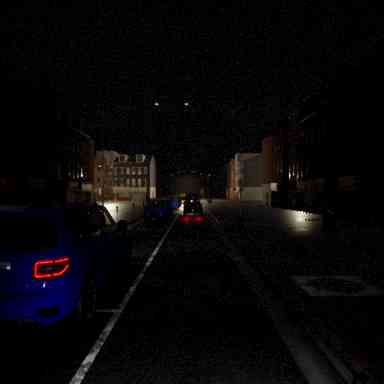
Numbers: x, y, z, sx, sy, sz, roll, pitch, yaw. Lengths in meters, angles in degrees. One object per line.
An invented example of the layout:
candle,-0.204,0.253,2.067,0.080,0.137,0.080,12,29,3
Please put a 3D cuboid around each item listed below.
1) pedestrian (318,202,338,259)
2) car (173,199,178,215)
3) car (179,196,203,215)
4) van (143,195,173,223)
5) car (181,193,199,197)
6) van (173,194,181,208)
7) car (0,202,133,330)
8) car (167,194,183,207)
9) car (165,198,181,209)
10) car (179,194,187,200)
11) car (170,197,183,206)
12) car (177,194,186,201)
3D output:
pedestrian,4.262,1.143,10.358,0.375,1.860,0.375,0,0,0
car,-2.645,1.570,30.659,1.947,1.339,4.313,0,0,0
car,0.082,1.497,33.221,2.128,1.511,4.902,0,0,0
van,-2.646,1.343,25.225,1.690,1.788,3.998,0,0,0
car,0.042,1.233,43.565,2.150,2.045,5.566,0,0,1
van,-2.647,1.351,41.527,1.690,1.788,3.998,0,0,0
car,-2.752,1.224,7.109,2.150,2.045,5.566,0,0,0
car,-2.649,1.334,52.395,2.192,1.841,5.009,0,0,0
car,-2.647,1.559,46.961,1.887,1.381,4.507,0,0,0
car,-2.653,1.396,95.092,2.192,1.841,5.009,0,0,0
car,-2.648,1.569,57.828,1.887,1.381,4.507,0,0,0
car,-2.652,1.376,84.239,2.192,1.841,5.009,0,0,0
